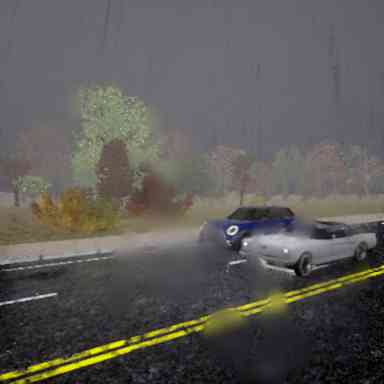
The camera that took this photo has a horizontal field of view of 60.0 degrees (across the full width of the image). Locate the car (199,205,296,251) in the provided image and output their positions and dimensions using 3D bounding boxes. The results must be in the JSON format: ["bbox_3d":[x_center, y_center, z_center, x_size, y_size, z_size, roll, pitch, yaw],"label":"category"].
[{"bbox_3d":[2.492,1.350,13.541,4.553,1.767,2.097,0,0,-36],"label":"car"}]

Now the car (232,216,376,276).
[{"bbox_3d":[3.731,1.591,10.425,4.718,1.301,1.895,0,0,-36],"label":"car"}]
